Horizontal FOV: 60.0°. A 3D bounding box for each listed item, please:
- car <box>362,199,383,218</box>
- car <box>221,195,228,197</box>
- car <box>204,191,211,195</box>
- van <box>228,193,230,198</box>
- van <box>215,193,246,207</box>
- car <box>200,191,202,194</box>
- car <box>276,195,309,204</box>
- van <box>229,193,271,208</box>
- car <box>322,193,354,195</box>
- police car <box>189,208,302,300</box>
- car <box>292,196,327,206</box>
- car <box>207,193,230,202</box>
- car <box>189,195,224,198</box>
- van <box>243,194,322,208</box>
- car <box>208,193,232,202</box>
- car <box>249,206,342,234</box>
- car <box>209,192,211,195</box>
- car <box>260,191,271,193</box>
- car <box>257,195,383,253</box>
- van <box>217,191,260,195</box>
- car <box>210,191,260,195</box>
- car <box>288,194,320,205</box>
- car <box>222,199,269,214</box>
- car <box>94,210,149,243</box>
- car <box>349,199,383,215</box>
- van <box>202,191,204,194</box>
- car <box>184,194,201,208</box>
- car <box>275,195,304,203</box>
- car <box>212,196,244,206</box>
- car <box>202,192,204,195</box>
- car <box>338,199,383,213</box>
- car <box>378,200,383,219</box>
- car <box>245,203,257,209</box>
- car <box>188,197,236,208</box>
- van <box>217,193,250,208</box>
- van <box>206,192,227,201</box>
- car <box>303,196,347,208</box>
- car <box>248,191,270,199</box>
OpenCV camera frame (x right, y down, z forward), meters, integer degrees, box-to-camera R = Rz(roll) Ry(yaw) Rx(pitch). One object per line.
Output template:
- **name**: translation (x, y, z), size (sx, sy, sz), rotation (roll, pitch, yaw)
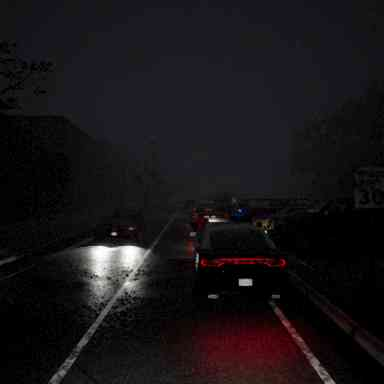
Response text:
- **car**: translation (18.945, 1.497, 30.762), size (5.366, 1.575, 1.946), rotation (0, 0, 0)
- **car**: translation (5.668, 1.475, 38.440), size (4.892, 1.521, 2.231), rotation (0, 0, 0)
- **car**: translation (5.579, 1.069, 60.866), size (5.566, 2.045, 2.435), rotation (0, 0, 0)
- **van**: translation (5.799, 1.274, 30.026), size (4.442, 1.987, 1.878), rotation (0, 0, 0)
- **van**: translation (5.751, 1.175, 49.654), size (4.442, 1.987, 1.878), rotation (0, 0, 0)
- **car**: translation (5.718, 1.097, 91.704), size (5.366, 1.575, 1.946), rotation (0, 0, 0)
- **car**: translation (18.501, 1.316, 61.297), size (5.366, 1.575, 1.946), rotation (0, 0, 0)
- **van**: translation (5.572, 1.277, 27.223), size (4.442, 1.987, 1.878), rotation (0, 0, 0)
- **car**: translation (18.711, 1.221, 39.090), size (5.566, 2.045, 2.435), rotation (0, 0, 0)
- **police car**: translation (0.967, 1.432, 8.604), size (1.930, 1.638, 5.238), rotation (0, 0, 0)
- **car**: translation (18.678, 1.408, 52.971), size (4.792, 1.488, 2.163), rotation (0, 0, 0)
- **car**: translation (5.556, 1.135, 69.277), size (4.553, 1.767, 2.185), rotation (0, 0, 0)
- **car**: translation (0.950, 1.350, 24.484), size (2.097, 1.767, 4.553), rotation (0, 0, 0)
- **van**: translation (5.819, 1.275, 21.614), size (4.442, 1.987, 1.878), rotation (0, 0, 0)
- **car**: translation (5.563, 1.155, 66.474), size (4.553, 1.767, 2.185), rotation (0, 0, 0)
- **car**: translation (5.712, 1.538, 18.810), size (4.674, 1.452, 2.002), rotation (0, 0, 0)
- **car**: translation (5.652, 1.235, 55.261), size (4.553, 1.767, 2.185), rotation (0, 0, 0)
- **car**: translation (18.590, 0.867, 89.295), size (5.566, 2.045, 2.435), rotation (0, 0, 0)
- **car**: translation (5.694, 1.243, 13.203), size (5.566, 2.045, 2.435), rotation (0, 0, 0)
- **van**: translation (5.772, 1.235, 41.246), size (4.442, 1.987, 1.878), rotation (0, 0, 0)
- **car**: translation (5.620, 1.190, 44.046), size (5.566, 2.045, 2.435), rotation (0, 0, 0)
- **car**: translation (18.730, 1.233, 55.747), size (4.553, 1.767, 2.185), rotation (0, 0, 0)
- **car**: translation (5.666, 1.527, 35.637), size (4.674, 1.452, 2.002), rotation (0, 0, 0)
- **car**: translation (-3.266, 1.571, 15.971), size (1.994, 1.385, 4.181), rotation (0, 0, 0)
- **car**: translation (18.724, 1.527, 33.533), size (4.792, 1.488, 2.163), rotation (0, 0, 0)
- **van**: translation (5.430, 0.914, 86.095), size (4.442, 1.987, 1.878), rotation (0, 0, 0)
- **car**: translation (-0.030, 1.408, 45.960), size (1.882, 1.535, 5.008), rotation (0, 0, 0)
- **car**: translation (18.685, 1.300, 64.075), size (4.892, 1.521, 2.231), rotation (0, 0, 0)
- **car**: translation (5.621, 1.382, 52.459), size (4.892, 1.521, 2.231), rotation (0, 0, 0)
- **car**: translation (5.561, 1.200, 77.687), size (5.008, 1.535, 2.097), rotation (0, 0, 0)
- **car**: translation (18.775, 1.515, 36.317), size (4.792, 1.488, 2.163), rotation (0, 0, 0)
- **car**: translation (18.761, 1.503, 27.984), size (5.008, 1.535, 2.097), rotation (0, 0, 0)
- **car**: translation (5.531, 1.493, 16.006), size (5.366, 1.575, 1.946), rotation (0, 0, 0)
- **car**: translation (0.956, 1.357, 18.477), size (2.097, 1.767, 4.553), rotation (0, 0, 0)
- **van**: translation (5.758, 1.195, 46.851), size (4.442, 1.987, 1.878), rotation (0, 0, 0)
- **van**: translation (5.457, 0.995, 74.882), size (4.442, 1.987, 1.878), rotation (0, 0, 0)
- **car**: translation (18.906, 1.415, 47.420), size (5.366, 1.575, 1.946), rotation (0, 0, 0)
- **car**: translation (18.583, 0.848, 91.957), size (5.566, 2.045, 2.435), rotation (0, 0, 0)
